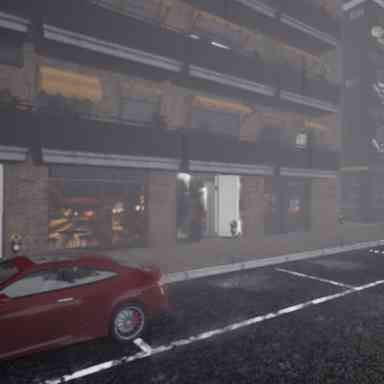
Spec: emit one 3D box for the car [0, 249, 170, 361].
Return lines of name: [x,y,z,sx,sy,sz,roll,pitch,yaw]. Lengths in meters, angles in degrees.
car: [-2.326,1.576,4.903,4.206,1.307,1.802,0,0,-35]
